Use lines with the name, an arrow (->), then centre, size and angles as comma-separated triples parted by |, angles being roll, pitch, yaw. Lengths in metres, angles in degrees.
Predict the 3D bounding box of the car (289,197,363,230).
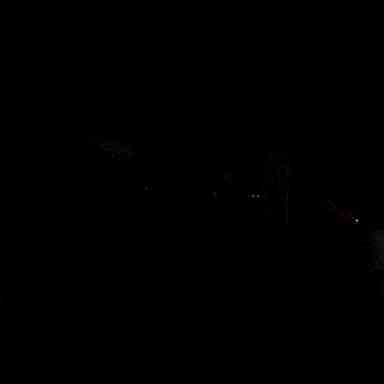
car -> 8.241, 1.375, 22.066 | 2.150, 2.045, 5.566 | 2, -2, -35

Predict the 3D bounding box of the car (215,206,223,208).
car -> 2.181, 1.829, 30.650 | 2.033, 1.411, 5.357 | 2, -2, -36

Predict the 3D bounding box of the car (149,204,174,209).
car -> -3.622, 1.738, 38.558 | 2.097, 1.767, 4.553 | 3, -2, -37
